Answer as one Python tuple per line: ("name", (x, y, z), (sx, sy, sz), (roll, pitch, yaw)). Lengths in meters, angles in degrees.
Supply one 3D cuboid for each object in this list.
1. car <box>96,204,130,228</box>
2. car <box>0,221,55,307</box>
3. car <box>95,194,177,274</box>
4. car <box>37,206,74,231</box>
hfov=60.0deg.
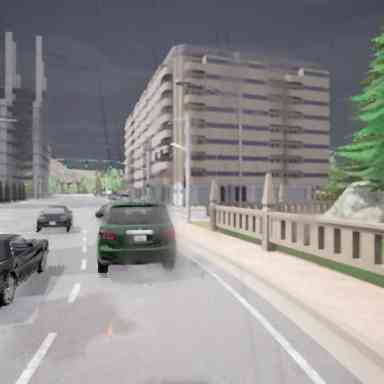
("car", (-5.841, 1.613, 24.103), (2.033, 1.411, 5.357), (0, -1, -17))
("car", (-4.759, 1.616, 7.742), (1.895, 1.301, 4.718), (0, 0, -11))
("car", (-1.955, 1.244, 10.968), (2.150, 2.045, 5.566), (0, 0, -14))
("car", (-8.385, 1.567, 20.540), (1.812, 1.442, 4.674), (0, 0, -17))
